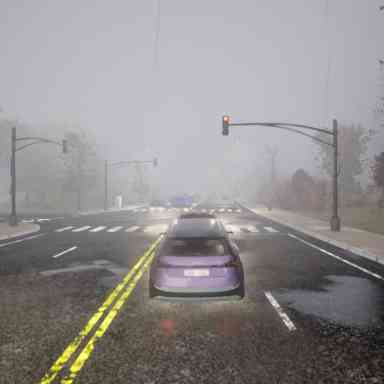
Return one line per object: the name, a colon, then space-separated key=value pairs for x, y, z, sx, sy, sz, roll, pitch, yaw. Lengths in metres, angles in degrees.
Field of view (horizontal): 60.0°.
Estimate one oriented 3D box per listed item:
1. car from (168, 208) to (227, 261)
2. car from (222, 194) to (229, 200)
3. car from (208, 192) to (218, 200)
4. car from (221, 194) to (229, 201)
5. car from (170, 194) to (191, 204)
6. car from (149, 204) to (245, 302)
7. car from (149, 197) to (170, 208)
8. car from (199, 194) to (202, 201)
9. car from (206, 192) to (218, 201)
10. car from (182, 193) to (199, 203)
car: x=0.237 y=1.484 z=13.234 sx=1.882 sy=1.535 sz=5.008 roll=0 pitch=-1 yaw=2
car: x=8.853 y=1.302 z=87.387 sx=1.837 sy=1.490 sz=4.892 roll=0 pitch=0 yaw=7
car: x=5.632 y=1.030 z=87.818 sx=2.150 sy=2.045 sz=5.566 roll=0 pitch=0 yaw=7
car: x=7.634 y=1.447 z=77.167 sx=1.895 sy=1.301 sz=4.718 roll=0 pitch=0 yaw=6
car: x=-1.606 y=1.424 z=48.072 sx=1.882 sy=1.535 sz=5.008 roll=0 pitch=1 yaw=4
car: x=0.108 y=1.431 z=8.344 sx=2.033 sy=1.649 sz=4.856 roll=-1 pitch=3 yaw=1
car: x=-4.862 y=1.512 z=48.050 sx=1.994 sy=1.385 sz=4.181 roll=0 pitch=0 yaw=4
car: x=1.351 y=1.255 z=79.443 sx=1.882 sy=1.535 sz=5.008 roll=0 pitch=0 yaw=6
car: x=4.443 y=1.406 z=77.888 sx=1.994 sy=1.385 sz=4.181 roll=0 pitch=0 yaw=6
car: x=-0.271 y=1.383 z=64.071 sx=1.882 sy=1.535 sz=5.008 roll=0 pitch=0 yaw=6
